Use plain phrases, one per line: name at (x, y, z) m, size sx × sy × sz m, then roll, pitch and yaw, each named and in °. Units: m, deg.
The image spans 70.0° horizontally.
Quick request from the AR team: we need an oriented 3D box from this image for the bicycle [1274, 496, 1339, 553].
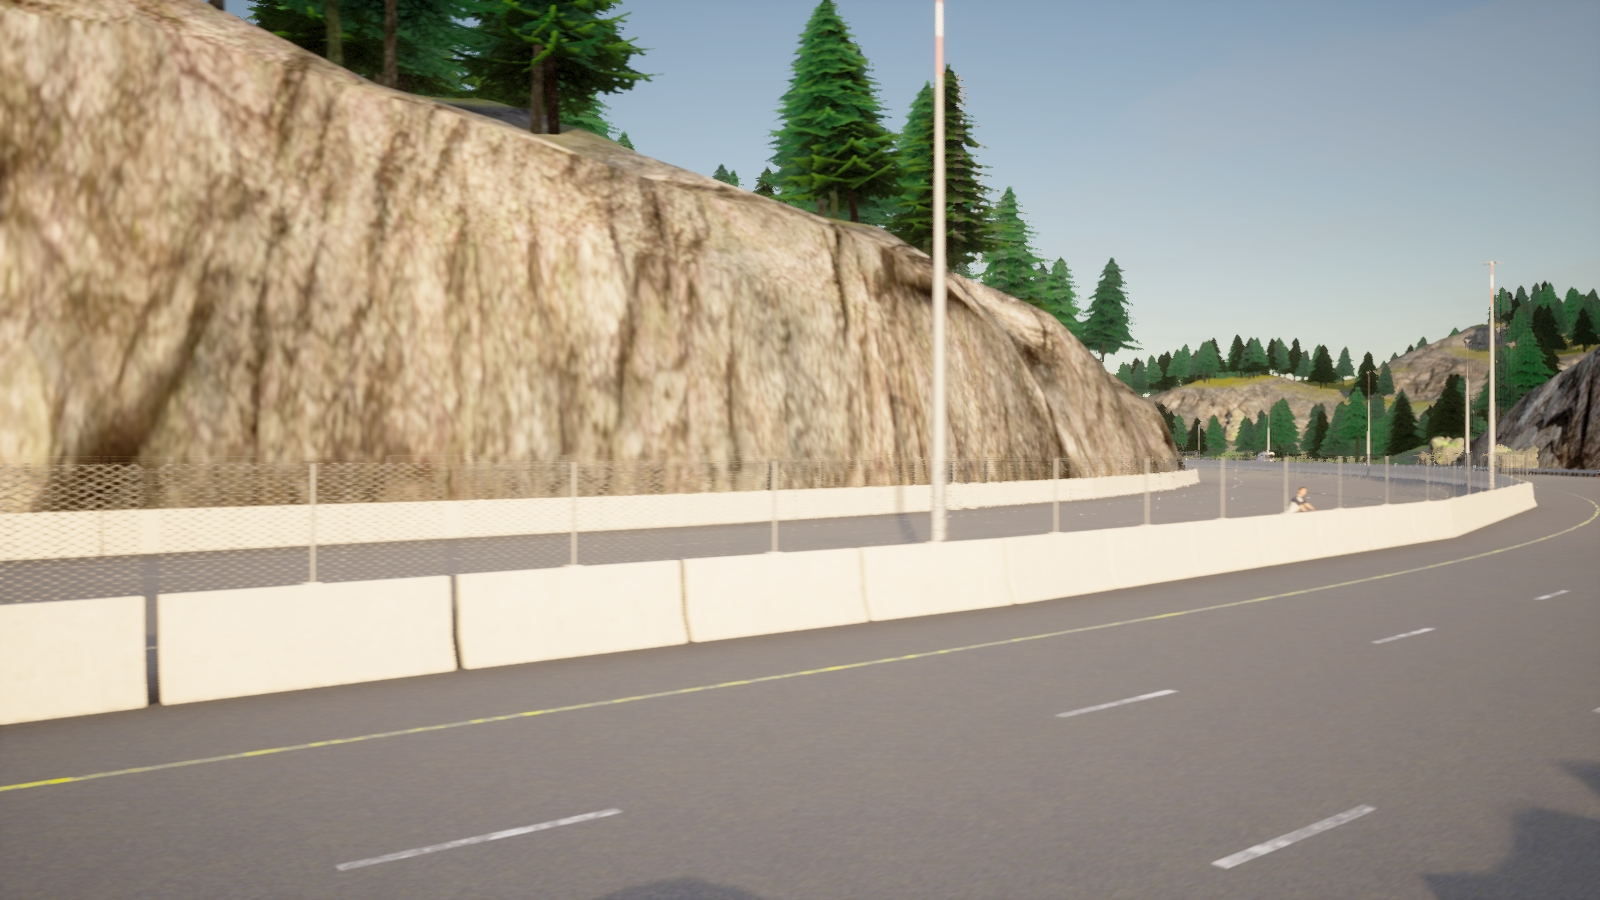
bicycle at (14.150, 2.069, 31.966) m, size 0.373 × 1.514 × 1.643 m, roll 1°, pitch -1°, yaw -43°
